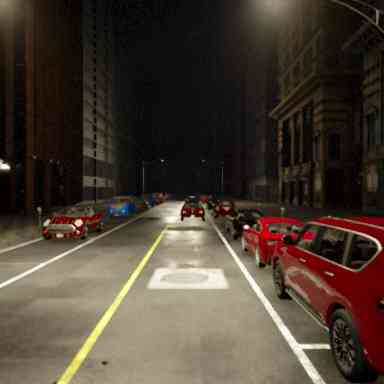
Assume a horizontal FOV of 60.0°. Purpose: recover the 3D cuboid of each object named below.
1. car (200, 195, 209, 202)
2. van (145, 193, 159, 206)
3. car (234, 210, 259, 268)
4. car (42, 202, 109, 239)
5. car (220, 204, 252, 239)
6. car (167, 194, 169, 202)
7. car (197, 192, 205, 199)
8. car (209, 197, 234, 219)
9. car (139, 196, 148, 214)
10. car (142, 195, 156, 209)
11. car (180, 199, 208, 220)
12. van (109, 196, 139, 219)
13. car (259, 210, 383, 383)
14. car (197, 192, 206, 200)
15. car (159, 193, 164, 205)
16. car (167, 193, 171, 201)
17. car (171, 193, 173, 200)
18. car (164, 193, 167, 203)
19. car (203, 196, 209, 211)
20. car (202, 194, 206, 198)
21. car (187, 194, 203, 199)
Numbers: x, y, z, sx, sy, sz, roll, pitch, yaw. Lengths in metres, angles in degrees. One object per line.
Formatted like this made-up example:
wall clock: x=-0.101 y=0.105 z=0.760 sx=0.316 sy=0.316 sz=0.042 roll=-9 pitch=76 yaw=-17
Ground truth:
car: x=2.610 y=1.365 z=72.980 sx=1.802 sy=1.307 sz=4.206 roll=0 pitch=0 yaw=0
van: x=-5.858 y=1.201 z=44.773 sx=1.690 sy=1.788 sz=3.998 roll=0 pitch=0 yaw=0
car: x=2.737 y=1.509 z=10.981 sx=1.887 sy=1.381 sz=4.507 roll=0 pitch=0 yaw=0
car: x=-5.800 y=1.386 z=16.591 sx=1.967 sy=1.590 sz=4.097 roll=0 pitch=0 yaw=0
car: x=2.726 y=1.512 z=16.617 sx=1.947 sy=1.339 sz=4.313 roll=0 pitch=0 yaw=0
car: x=-5.891 y=1.379 z=61.684 sx=1.947 sy=1.339 sz=4.313 roll=0 pitch=0 yaw=0
car: x=2.563 y=1.048 z=95.523 sx=2.192 sy=1.841 sz=5.009 roll=0 pitch=0 yaw=0
car: x=2.702 y=1.350 z=27.888 sx=1.967 sy=1.590 sz=4.097 roll=0 pitch=0 yaw=0
car: x=-5.834 y=1.418 z=33.331 sx=1.752 sy=1.417 sz=4.829 roll=0 pitch=0 yaw=0
car: x=-5.846 y=1.427 z=39.137 sx=2.008 sy=1.369 sz=4.403 roll=0 pitch=0 yaw=0
car: x=0.047 y=1.514 z=26.783 sx=1.895 sy=1.301 sz=4.718 roll=0 pitch=0 yaw=0
van: x=-5.823 y=1.251 z=27.864 sx=1.690 sy=1.788 sz=3.998 roll=0 pitch=0 yaw=0
car: x=2.748 y=1.297 z=5.344 sx=2.192 sy=1.841 sz=5.009 roll=0 pitch=0 yaw=0
car: x=2.574 y=1.059 z=89.887 sx=2.192 sy=1.841 sz=5.009 roll=0 pitch=0 yaw=0
car: x=-5.869 y=1.284 z=50.410 sx=1.967 sy=1.590 sz=4.097 roll=0 pitch=0 yaw=0
car: x=-5.903 y=1.364 z=67.321 sx=1.947 sy=1.339 sz=4.313 roll=0 pitch=0 yaw=0
car: x=-5.915 y=1.334 z=72.957 sx=2.008 sy=1.369 sz=4.403 roll=0 pitch=0 yaw=0
car: x=-5.881 y=1.144 z=56.047 sx=2.192 sy=1.841 sz=5.009 roll=0 pitch=0 yaw=0
car: x=2.679 y=1.442 z=39.162 sx=1.947 sy=1.339 sz=4.313 roll=0 pitch=0 yaw=0
car: x=2.645 y=1.411 z=56.071 sx=1.802 sy=1.307 sz=4.206 roll=0 pitch=0 yaw=0
car: x=0.007 y=1.352 z=44.921 sx=2.128 sy=1.511 sz=4.902 roll=0 pitch=0 yaw=0
